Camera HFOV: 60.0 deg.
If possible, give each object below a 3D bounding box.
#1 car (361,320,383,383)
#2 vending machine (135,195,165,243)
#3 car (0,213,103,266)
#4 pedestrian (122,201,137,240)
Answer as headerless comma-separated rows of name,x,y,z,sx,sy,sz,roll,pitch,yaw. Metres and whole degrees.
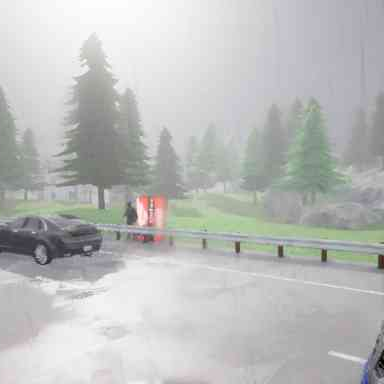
car,3.727,1.221,1.232,5.566,2.045,2.150,0,0,36
vending machine,-1.937,1.195,15.441,0.880,2.100,1.100,0,0,33
car,-5.261,1.504,11.633,4.892,1.490,1.837,0,0,33
pedestrian,-2.839,1.294,15.266,0.375,1.860,0.375,0,0,33
